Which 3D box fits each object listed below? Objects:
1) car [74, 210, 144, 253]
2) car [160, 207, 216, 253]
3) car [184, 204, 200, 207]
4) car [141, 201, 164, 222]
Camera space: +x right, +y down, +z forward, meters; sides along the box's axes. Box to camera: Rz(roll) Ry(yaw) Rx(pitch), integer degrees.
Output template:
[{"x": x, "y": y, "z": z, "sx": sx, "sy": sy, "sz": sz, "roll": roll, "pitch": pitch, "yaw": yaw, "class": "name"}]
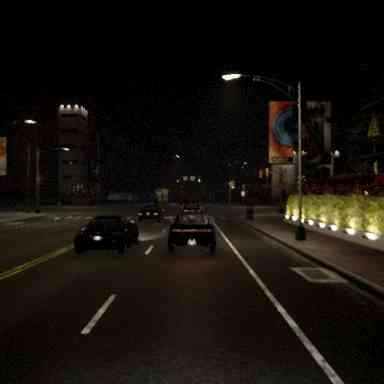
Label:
[{"x": -3.495, "y": 1.696, "z": 14.320, "sx": 1.994, "sy": 1.385, "sz": 4.181, "roll": 0, "pitch": 0, "yaw": 0, "class": "car"}, {"x": 0.003, "y": 1.624, "z": 14.295, "sx": 2.128, "sy": 1.511, "sz": 4.902, "roll": 0, "pitch": 0, "yaw": 0, "class": "car"}, {"x": 0.016, "y": 1.760, "z": 29.281, "sx": 2.128, "sy": 1.511, "sz": 4.902, "roll": 0, "pitch": 0, "yaw": 1, "class": "car"}, {"x": -3.502, "y": 1.812, "z": 28.974, "sx": 2.033, "sy": 1.411, "sz": 5.357, "roll": 0, "pitch": 0, "yaw": 0, "class": "car"}]
